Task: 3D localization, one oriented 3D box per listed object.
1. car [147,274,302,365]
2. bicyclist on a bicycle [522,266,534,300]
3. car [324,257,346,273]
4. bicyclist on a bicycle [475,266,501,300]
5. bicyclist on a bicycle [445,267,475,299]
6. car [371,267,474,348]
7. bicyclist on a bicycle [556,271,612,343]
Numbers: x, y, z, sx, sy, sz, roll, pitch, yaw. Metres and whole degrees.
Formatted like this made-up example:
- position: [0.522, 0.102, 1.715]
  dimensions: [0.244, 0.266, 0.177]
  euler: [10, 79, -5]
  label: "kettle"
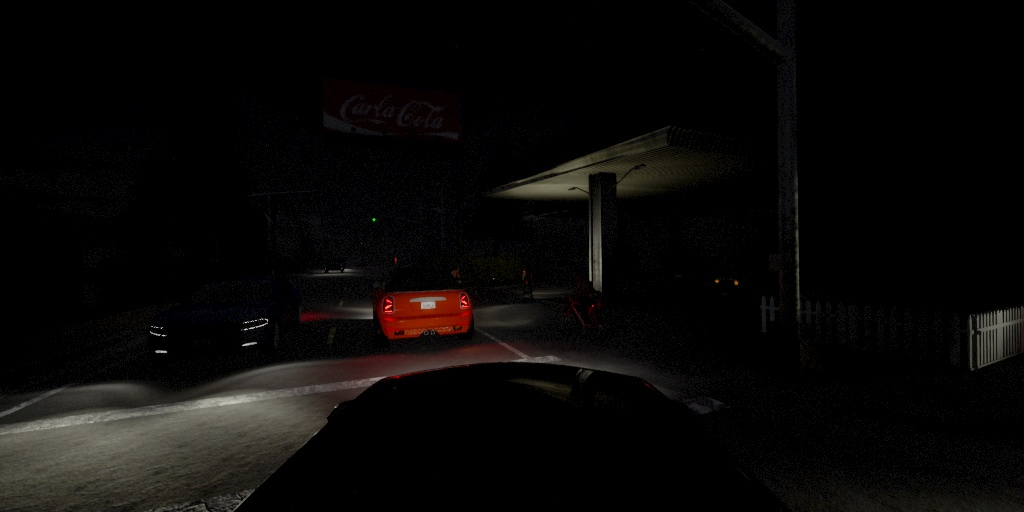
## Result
- position: [-6.253, 1.216, 8.379]
  dimensions: [1.882, 1.535, 5.008]
  euler: [-1, 0, -23]
  label: "car"
- position: [0.800, 1.330, 17.870]
  dimensions: [0.582, 1.620, 1.656]
  euler: [-1, 0, 16]
  label: "bicyclist on a bicycle"
- position: [-23.680, 1.201, 47.821]
  dimensions: [2.150, 2.045, 5.566]
  euler: [-1, 0, -25]
  label: "car"
- position: [-1.309, 1.342, 17.756]
  dimensions: [1.656, 1.620, 0.582]
  euler: [0, 0, -21]
  label: "bicyclist on a bicycle"
- position: [-2.617, 1.316, 16.374]
  dimensions: [1.656, 1.620, 0.582]
  euler: [1, 0, 37]
  label: "bicyclist on a bicycle"
- position: [-2.539, 1.056, 9.447]
  dimensions: [2.097, 1.767, 4.553]
  euler: [-1, 0, -22]
  label: "car"
- position: [1.709, 1.199, 8.660]
  dimensions: [0.582, 1.620, 1.656]
  euler: [3, -2, -42]
  label: "bicyclist on a bicycle"
